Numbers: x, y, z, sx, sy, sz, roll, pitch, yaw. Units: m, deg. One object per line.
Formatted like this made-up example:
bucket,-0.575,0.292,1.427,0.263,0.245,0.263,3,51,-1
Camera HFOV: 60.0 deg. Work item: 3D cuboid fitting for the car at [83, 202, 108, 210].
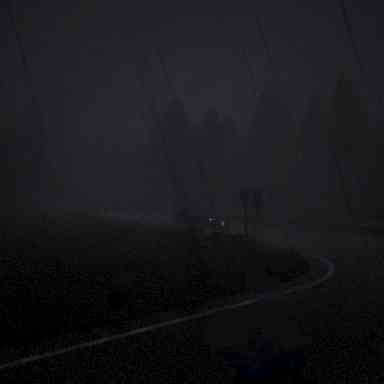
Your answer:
car,-11.546,1.790,39.309,1.895,1.301,4.718,0,0,-35

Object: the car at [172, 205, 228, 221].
car,0.477,1.681,22.477,2.128,1.511,4.902,0,0,-36
